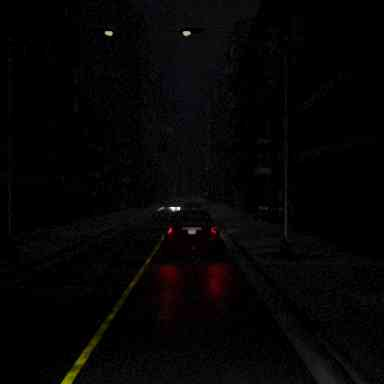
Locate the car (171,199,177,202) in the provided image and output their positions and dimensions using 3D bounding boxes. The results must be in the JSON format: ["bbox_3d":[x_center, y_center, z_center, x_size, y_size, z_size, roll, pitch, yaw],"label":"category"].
[{"bbox_3d":[-3.030,2.144,64.482,2.128,1.511,4.902,0,-1,1],"label":"car"}]

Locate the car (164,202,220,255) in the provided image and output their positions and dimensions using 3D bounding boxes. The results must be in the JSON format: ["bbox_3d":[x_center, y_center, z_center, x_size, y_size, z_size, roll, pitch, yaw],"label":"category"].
[{"bbox_3d":[0.003,1.486,14.072,2.097,1.767,4.553,0,-1,0],"label":"car"}]

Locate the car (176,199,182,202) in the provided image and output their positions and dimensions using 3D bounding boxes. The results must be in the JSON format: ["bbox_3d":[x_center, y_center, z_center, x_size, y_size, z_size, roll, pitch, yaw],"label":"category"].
[{"bbox_3d":[0.003,1.638,29.076,2.097,1.767,4.553,0,-1,0],"label":"car"}]
